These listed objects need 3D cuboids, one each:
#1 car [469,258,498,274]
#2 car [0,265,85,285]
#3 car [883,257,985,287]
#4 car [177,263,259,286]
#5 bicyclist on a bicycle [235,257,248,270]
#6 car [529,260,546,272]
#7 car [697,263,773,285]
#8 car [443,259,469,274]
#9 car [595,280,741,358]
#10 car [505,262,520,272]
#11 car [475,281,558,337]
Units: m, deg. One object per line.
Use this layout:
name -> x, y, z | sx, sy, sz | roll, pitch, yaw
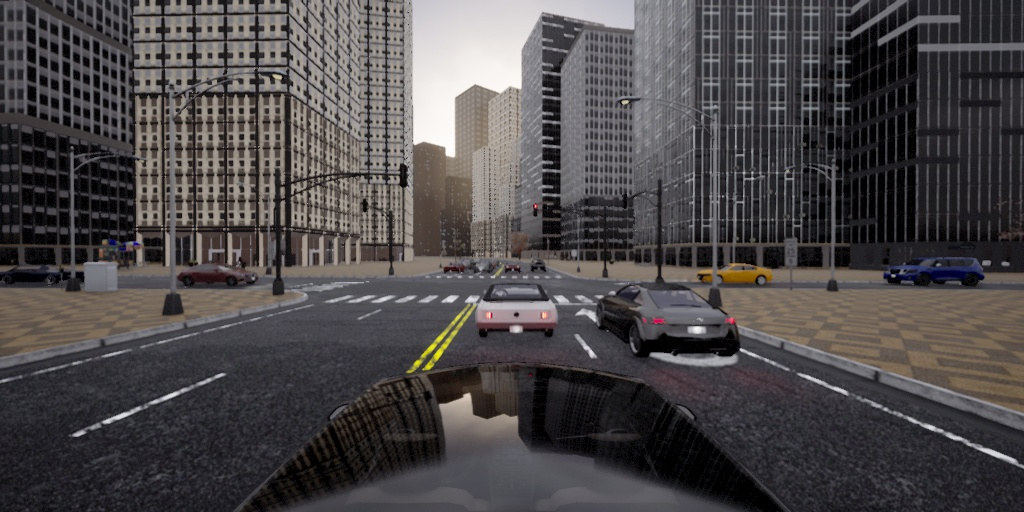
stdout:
car -> -3.285, 1.242, 41.945 | 2.128, 1.511, 4.902 | 0, 0, 3
car -> -31.377, 1.230, 24.127 | 4.718, 1.301, 1.895 | 0, 0, 1
car -> 30.608, 1.115, 26.111 | 5.566, 2.045, 2.150 | 0, 0, 1
car -> -19.485, 1.211, 23.829 | 4.674, 1.442, 1.812 | 0, 0, 1
bicyclist on a bicycle -> -24.706, 0.896, 32.694 | 0.582, 1.620, 1.656 | 0, 1, 1
car -> 3.353, 1.251, 47.094 | 1.837, 1.490, 4.892 | 0, 0, 0
car -> 16.310, 1.305, 26.417 | 5.008, 1.535, 1.882 | 0, 0, 1
car -> -6.587, 1.352, 41.265 | 1.895, 1.301, 4.718 | 0, 0, 3
car -> 3.355, 1.317, 8.538 | 1.994, 1.385, 4.181 | 0, 0, 0
car -> 0.102, 1.348, 45.498 | 1.895, 1.301, 4.718 | 0, 0, 0
car -> 0.100, 1.355, 10.250 | 1.895, 1.301, 4.718 | 0, 0, 0
